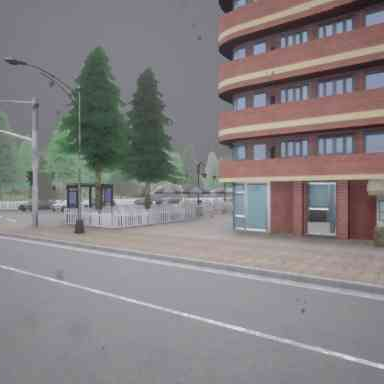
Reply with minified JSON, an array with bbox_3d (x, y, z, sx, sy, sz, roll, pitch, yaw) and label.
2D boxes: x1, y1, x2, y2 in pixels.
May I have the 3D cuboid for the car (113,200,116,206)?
[{"bbox_3d":[-12.502,1.470,45.098,1.812,1.442,4.674,0,0,37],"label":"car"}]

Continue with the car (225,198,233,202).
[{"bbox_3d":[8.403,1.492,59.894,5.357,1.411,2.033,0,0,-27],"label":"car"}]

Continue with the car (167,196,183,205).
[{"bbox_3d":[-3.568,1.470,55.674,4.674,1.442,1.812,0,0,-42],"label":"car"}]

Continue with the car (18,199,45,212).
[{"bbox_3d":[-17.526,1.508,38.123,1.994,1.385,4.181,0,0,36],"label":"car"}]

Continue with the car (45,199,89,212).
[{"bbox_3d":[-13.608,1.470,37.611,1.812,1.442,4.674,0,0,36],"label":"car"}]

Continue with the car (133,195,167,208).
[{"bbox_3d":[-6.224,1.296,47.550,2.097,1.767,4.553,0,0,40],"label":"car"}]
